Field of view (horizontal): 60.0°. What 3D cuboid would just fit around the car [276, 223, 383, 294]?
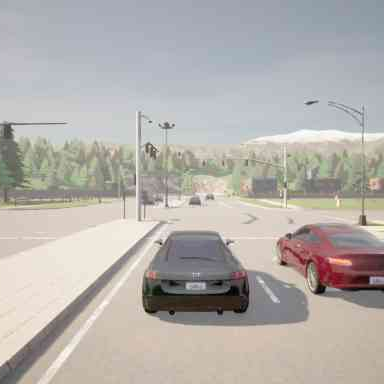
[{"bbox_3d":[3.556,1.526,8.651,1.812,1.442,4.674,0,0,0],"label":"car"}]

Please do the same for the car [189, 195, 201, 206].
[{"bbox_3d":[0.505,1.563,56.652,1.994,1.385,4.181,0,0,1],"label":"car"}]

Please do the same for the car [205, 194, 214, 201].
[{"bbox_3d":[4.355,1.188,82.002,2.097,1.767,4.553,0,0,1],"label":"car"}]

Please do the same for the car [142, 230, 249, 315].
[{"bbox_3d":[0.058,1.564,7.649,1.994,1.385,4.181,0,0,0],"label":"car"}]

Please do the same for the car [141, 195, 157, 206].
[{"bbox_3d":[-7.580,1.353,56.539,2.097,1.767,4.553,0,0,1],"label":"car"}]

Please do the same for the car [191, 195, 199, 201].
[{"bbox_3d":[0.856,1.428,82.108,1.895,1.301,4.718,0,0,1],"label":"car"}]

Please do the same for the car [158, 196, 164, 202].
[{"bbox_3d":[-7.272,1.525,72.848,2.033,1.411,5.357,0,0,1],"label":"car"}]
